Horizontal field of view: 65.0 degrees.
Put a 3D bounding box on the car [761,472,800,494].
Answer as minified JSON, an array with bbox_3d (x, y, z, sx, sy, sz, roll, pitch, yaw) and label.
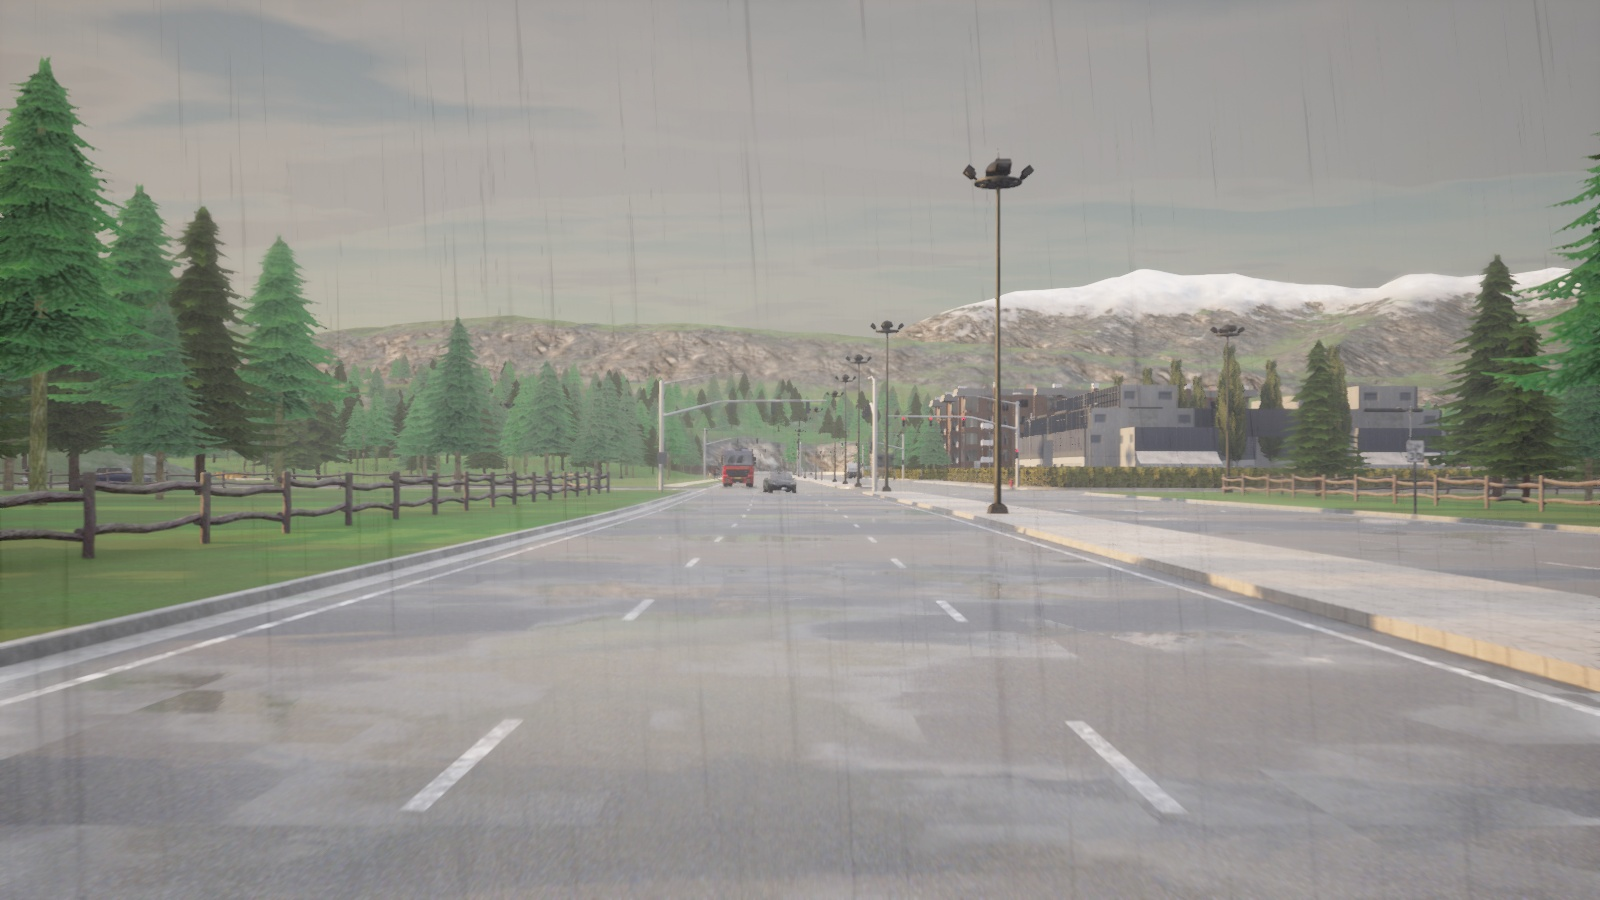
[{"bbox_3d":[-1.403,2.305,88.704,2.163,1.488,4.792,0,-1,-8],"label":"car"}]
